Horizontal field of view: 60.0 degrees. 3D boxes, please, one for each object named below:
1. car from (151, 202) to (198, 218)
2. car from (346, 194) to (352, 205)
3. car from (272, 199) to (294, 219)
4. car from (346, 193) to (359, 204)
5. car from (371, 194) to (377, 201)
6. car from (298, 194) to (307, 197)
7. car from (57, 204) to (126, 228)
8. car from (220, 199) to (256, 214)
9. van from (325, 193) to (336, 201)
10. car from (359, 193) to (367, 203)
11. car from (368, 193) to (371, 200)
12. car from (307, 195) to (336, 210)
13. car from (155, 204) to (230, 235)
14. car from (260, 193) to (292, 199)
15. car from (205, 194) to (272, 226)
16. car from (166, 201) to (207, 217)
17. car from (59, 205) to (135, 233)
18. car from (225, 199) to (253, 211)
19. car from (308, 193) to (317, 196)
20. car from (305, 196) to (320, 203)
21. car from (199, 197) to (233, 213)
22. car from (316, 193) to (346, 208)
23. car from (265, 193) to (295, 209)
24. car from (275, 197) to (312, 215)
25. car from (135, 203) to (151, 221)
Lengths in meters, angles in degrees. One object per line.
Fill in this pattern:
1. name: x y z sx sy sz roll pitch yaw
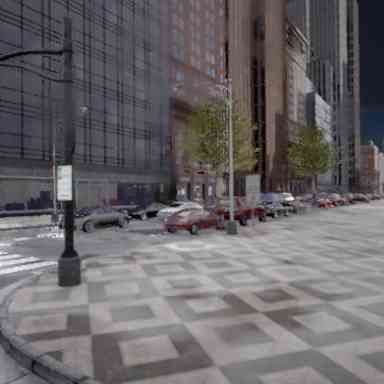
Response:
1. car: -0.886 1.518 26.926 1.812 1.442 4.674 -1 0 34
2. car: 22.582 1.419 50.756 1.947 1.339 4.313 -1 0 35
3. car: 6.561 1.479 27.557 1.947 1.339 4.313 -1 0 35
4. car: 25.784 1.160 55.397 2.192 1.841 5.009 -1 0 35
5. car: 41.807 1.403 78.595 1.802 1.307 4.206 -1 0 35
6. car: 18.776 1.487 60.247 1.887 1.381 4.507 -1 0 35
7. car: -6.860 1.611 23.123 1.947 1.339 4.313 -1 0 35
8. car: 4.969 1.489 35.394 1.812 1.442 4.674 -1 0 35
9. van: 34.797 1.260 83.451 1.690 1.788 3.998 -1 0 35
10. car: 32.194 1.142 64.677 2.192 1.841 5.009 -1 0 35
11. car: 35.495 1.346 69.455 1.752 1.417 4.829 -1 0 35
12. car: 16.173 1.417 41.476 1.887 1.381 4.507 -1 0 35
13. car: 0.153 1.530 18.277 1.802 1.307 4.206 -1 0 35
14. car: 8.306 1.143 34.602 2.150 2.045 5.566 -1 -1 35
15. car: 3.355 1.244 22.918 2.192 1.841 5.009 -1 0 35
16. car: -0.451 1.592 32.404 1.802 1.307 4.206 -1 0 35
17. car: -5.748 1.585 19.888 1.994 1.385 4.181 -1 0 35
18. car: 5.958 1.564 41.685 1.802 1.307 4.206 -1 0 35
19. car: 20.430 1.106 52.163 2.150 2.045 5.566 -1 0 35
20. car: 25.187 1.491 69.529 1.947 1.339 4.313 -1 0 35
21. car: 2.752 1.435 37.045 1.967 1.590 4.097 -1 0 35
22. car: 19.376 1.177 46.118 2.192 1.841 5.009 -1 0 35
23. car: 12.192 1.159 45.732 2.150 2.045 5.566 -1 -1 35
24. car: 9.765 1.463 32.196 1.947 1.339 4.313 -1 0 35
25. car: -3.655 1.592 27.764 1.947 1.339 4.313 -1 0 35
